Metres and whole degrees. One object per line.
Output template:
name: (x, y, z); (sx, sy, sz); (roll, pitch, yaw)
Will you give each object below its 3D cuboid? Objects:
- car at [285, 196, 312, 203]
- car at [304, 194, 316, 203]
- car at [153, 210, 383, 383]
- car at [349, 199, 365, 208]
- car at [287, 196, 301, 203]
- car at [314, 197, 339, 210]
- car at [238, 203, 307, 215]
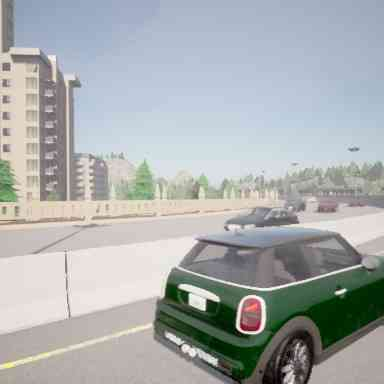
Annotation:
car: (12.200, 1.605, 39.093); (2.128, 1.511, 4.902); (0, 0, 30)
car: (27.459, 1.549, 77.547); (2.150, 2.045, 5.566); (0, 0, 3)
car: (1.692, 1.353, 5.400); (4.553, 1.767, 2.097); (0, 0, -40)
car: (25.986, 1.737, 52.544); (1.994, 1.385, 4.181); (0, 0, 19)
car: (23.991, 1.818, 78.409); (1.882, 1.535, 5.008); (0, 0, 3)
car: (15.631, 1.584, 38.015); (1.882, 1.535, 5.008); (0, 0, 29)
car: (3.586, 1.509, 16.724); (4.902, 1.511, 2.128); (0, 0, -45)
